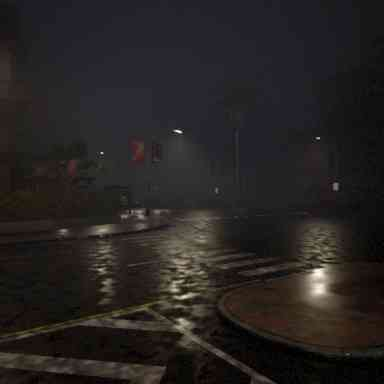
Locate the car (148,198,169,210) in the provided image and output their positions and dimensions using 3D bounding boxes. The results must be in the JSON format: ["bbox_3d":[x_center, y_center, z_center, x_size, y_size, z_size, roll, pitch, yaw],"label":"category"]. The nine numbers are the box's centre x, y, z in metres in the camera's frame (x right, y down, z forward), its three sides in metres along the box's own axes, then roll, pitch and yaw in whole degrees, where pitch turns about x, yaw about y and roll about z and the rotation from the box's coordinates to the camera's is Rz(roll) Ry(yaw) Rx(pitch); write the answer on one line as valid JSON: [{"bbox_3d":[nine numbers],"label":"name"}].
[{"bbox_3d":[-4.895,1.525,44.158,1.812,1.442,4.674,0,0,-35],"label":"car"}]

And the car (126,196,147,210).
[{"bbox_3d":[-8.274,1.547,42.864,2.033,1.411,5.357,0,0,-35],"label":"car"}]

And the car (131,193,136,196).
[{"bbox_3d":[-13.431,1.220,68.429,2.150,2.045,5.566,0,0,-39],"label":"car"}]
